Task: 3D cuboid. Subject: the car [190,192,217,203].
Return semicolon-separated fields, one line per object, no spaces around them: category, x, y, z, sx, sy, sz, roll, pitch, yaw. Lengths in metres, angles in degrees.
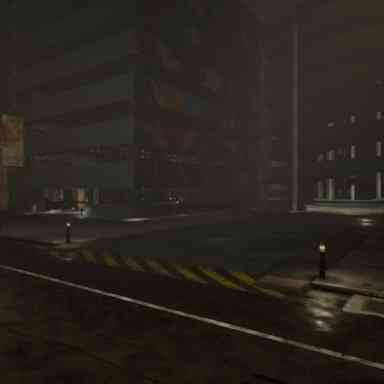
car;1.944;1.029;63.001;5.566;2.045;2.435;0;0;35

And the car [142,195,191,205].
car;-2.712;1.320;34.498;4.674;1.452;2.002;0;0;35

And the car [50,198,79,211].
car;-15.056;1.413;38.158;4.786;1.482;2.161;0;0;35

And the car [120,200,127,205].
car;-8.033;1.463;47.401;4.718;1.301;1.895;0;0;35
